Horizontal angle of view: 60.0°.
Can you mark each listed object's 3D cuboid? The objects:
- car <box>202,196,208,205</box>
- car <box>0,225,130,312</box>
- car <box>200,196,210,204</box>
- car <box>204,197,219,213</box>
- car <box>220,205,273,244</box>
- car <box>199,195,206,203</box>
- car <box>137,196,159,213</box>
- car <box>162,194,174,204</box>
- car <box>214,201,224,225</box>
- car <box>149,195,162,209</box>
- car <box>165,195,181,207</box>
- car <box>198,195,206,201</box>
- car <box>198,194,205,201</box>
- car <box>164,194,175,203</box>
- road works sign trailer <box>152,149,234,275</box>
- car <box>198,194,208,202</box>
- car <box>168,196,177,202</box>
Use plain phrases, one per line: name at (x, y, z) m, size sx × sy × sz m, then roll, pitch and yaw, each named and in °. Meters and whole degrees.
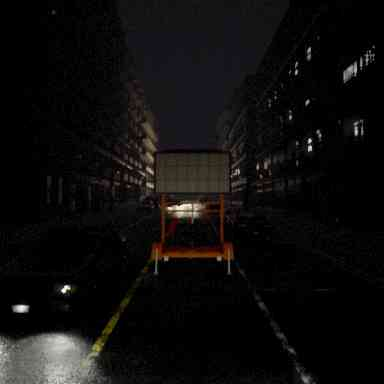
car at (2.677, 1.606, 43.470) m, size 2.008 × 1.369 × 4.403 m, roll 1°, pitch 0°, yaw 0°
car at (-2.830, 1.550, 8.172) m, size 2.033 × 1.411 × 5.357 m, roll 0°, pitch 0°, yaw 0°
car at (2.746, 1.581, 71.124) m, size 1.967 × 1.590 × 4.097 m, roll 1°, pitch 0°, yaw 0°
car at (2.665, 1.589, 37.939) m, size 1.887 × 1.381 × 4.507 m, roll 1°, pitch 0°, yaw 0°
car at (2.619, 1.554, 15.816) m, size 1.887 × 1.381 × 4.507 m, roll 1°, pitch 0°, yaw 0°
car at (2.713, 1.646, 60.062) m, size 1.887 × 1.381 × 4.507 m, roll 1°, pitch 0°, yaw 0°
car at (-5.214, 1.569, 37.849) m, size 1.752 × 1.417 × 4.829 m, roll 2°, pitch 0°, yaw 0°
car at (-5.138, 1.456, 71.202) m, size 2.192 × 1.841 × 5.009 m, roll 1°, pitch 0°, yaw 0°
car at (2.631, 1.540, 21.518) m, size 1.752 × 1.417 × 4.829 m, roll 1°, pitch 0°, yaw 0°
car at (-5.196, 1.371, 43.551) m, size 2.192 × 1.841 × 5.009 m, roll 2°, pitch 0°, yaw 0°
car at (-2.731, 1.637, 50.688) m, size 1.994 × 1.385 × 4.181 m, roll 0°, pitch 0°, yaw 0°
car at (2.751, 1.676, 93.249) m, size 1.967 × 1.590 × 4.097 m, roll 1°, pitch 0°, yaw 0°
car at (2.725, 1.665, 65.592) m, size 1.887 × 1.381 × 4.507 m, roll 1°, pitch 0°, yaw 0°
car at (-5.127, 1.477, 76.732) m, size 2.192 × 1.841 × 5.009 m, roll 1°, pitch 0°, yaw 0°
road works sign trailer at (0.019, 0.468, 10.490) m, size 2.380 × 3.560 × 2.880 m, roll 0°, pitch 0°, yaw 0°
car at (2.731, 1.499, 82.186) m, size 2.192 × 1.841 × 5.009 m, roll 1°, pitch 0°, yaw 0°
car at (-5.109, 1.775, 87.793) m, size 1.947 × 1.339 × 4.313 m, roll 1°, pitch 0°, yaw 0°
